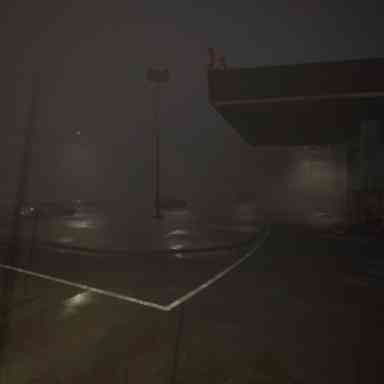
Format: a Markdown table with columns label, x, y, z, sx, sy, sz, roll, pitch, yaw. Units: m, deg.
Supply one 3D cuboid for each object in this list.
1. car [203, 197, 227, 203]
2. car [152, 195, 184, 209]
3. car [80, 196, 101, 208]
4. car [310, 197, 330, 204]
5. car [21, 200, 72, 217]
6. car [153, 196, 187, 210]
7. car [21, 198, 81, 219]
| label | x | y | z | sx | sy | sz | roll | pitch | yaw |
| --- | --- | --- | --- | --- | --- | --- | --- | --- | --- |
| car | 4.658 | 1.596 | 67.383 | 4.718 | 1.301 | 1.895 | 0 | 0 | -24 |
| car | -3.368 | 1.350 | 47.359 | 2.097 | 1.767 | 4.553 | 0 | 0 | 39 |
| car | -15.792 | 1.351 | 49.364 | 2.097 | 1.767 | 4.553 | 0 | 0 | 32 |
| car | 23.794 | 1.560 | 60.804 | 4.181 | 1.385 | 1.994 | 0 | 0 | -2 |
| car | -14.175 | 1.564 | 32.661 | 1.994 | 1.385 | 4.181 | 0 | 0 | 36 |
| car | -2.606 | 1.476 | 42.709 | 1.882 | 1.535 | 5.008 | 0 | 0 | 36 |
| car | -12.458 | 1.525 | 29.077 | 1.812 | 1.442 | 4.674 | 0 | 0 | 36 |
